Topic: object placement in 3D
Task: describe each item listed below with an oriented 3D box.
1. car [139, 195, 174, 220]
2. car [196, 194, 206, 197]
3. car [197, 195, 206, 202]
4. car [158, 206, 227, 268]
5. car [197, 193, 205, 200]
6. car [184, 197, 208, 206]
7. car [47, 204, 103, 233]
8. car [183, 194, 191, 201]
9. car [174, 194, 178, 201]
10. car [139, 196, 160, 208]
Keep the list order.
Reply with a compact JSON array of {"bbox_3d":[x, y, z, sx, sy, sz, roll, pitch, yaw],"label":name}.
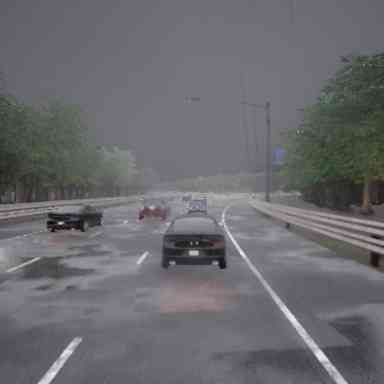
[{"bbox_3d":[-2.998,1.327,27.751,2.097,1.767,4.553,0,0,2],"label":"car"},{"bbox_3d":[1.219,1.445,50.643,1.812,1.442,4.674,0,0,2],"label":"car"},{"bbox_3d":[1.972,1.339,70.993,1.882,1.535,5.008,0,0,2],"label":"car"},{"bbox_3d":[0.082,1.477,11.366,1.882,1.535,5.008,0,0,1],"label":"car"},{"bbox_3d":[2.415,1.211,90.774,2.097,1.767,4.553,0,0,1],"label":"car"},{"bbox_3d":[0.583,1.513,33.266,2.033,1.411,5.357,0,0,2],"label":"car"},{"bbox_3d":[-6.712,1.463,19.622,1.882,1.535,5.008,0,0,1],"label":"car"},{"bbox_3d":[-1.252,1.327,80.776,1.882,1.535,5.008,0,0,1],"label":"car"},{"bbox_3d":[-4.926,1.404,73.662,1.994,1.385,4.181,0,0,2],"label":"car"},{"bbox_3d":[-5.860,1.409,46.369,2.128,1.511,4.902,0,0,2],"label":"car"}]
